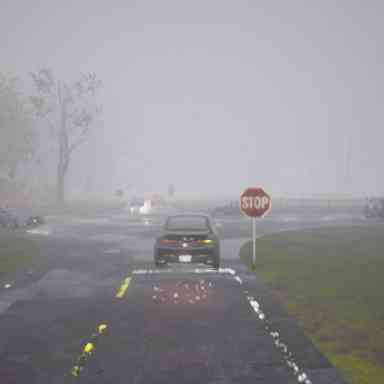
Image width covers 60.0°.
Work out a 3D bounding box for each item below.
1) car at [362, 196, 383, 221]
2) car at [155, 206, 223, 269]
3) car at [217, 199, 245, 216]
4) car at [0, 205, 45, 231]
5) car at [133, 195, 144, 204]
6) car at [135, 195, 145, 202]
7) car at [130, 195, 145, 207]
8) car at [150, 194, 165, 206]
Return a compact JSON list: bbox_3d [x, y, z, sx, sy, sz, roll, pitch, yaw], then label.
[{"bbox_3d":[14.881,1.103,23.964,4.553,1.767,2.097,0,0,-5],"label":"car"},{"bbox_3d":[-0.061,1.447,10.986,1.837,1.490,4.892,0,0,3],"label":"car"},{"bbox_3d":[3.488,1.335,26.679,4.674,1.442,1.812,0,0,-5],"label":"car"},{"bbox_3d":[-11.179,1.522,20.283,4.181,1.385,1.994,0,0,17],"label":"car"},{"bbox_3d":[-8.903,1.261,55.596,1.812,1.442,4.674,0,0,-8],"label":"car"},{"bbox_3d":[-10.416,1.288,66.802,1.895,1.301,4.718,0,0,-8],"label":"car"},{"bbox_3d":[-7.519,1.325,45.838,2.033,1.411,5.357,0,0,-8],"label":"car"},{"bbox_3d":[-5.217,1.108,50.558,2.097,1.767,4.553,0,0,-8],"label":"car"}]
